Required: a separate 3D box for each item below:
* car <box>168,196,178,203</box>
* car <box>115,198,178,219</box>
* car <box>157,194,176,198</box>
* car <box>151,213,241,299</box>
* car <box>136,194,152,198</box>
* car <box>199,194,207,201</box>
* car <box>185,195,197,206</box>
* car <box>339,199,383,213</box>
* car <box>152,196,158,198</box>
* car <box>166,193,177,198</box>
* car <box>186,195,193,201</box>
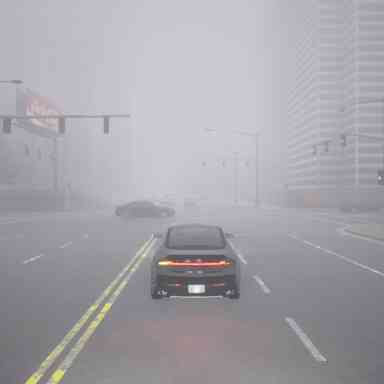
[{"bbox_3d":[-3.983,1.595,71.324,1.895,1.301,4.718,0,0,0],"label":"car"},{"bbox_3d":[-3.956,1.477,28.188,5.008,1.535,1.882,0,0,-1],"label":"car"},{"bbox_3d":[-3.927,1.526,51.699,1.812,1.442,4.674,0,0,0],"label":"car"},{"bbox_3d":[0.054,1.505,8.443,1.837,1.490,4.892,0,0,-1],"label":"car"},{"bbox_3d":[-7.424,1.491,47.721,2.128,1.511,4.902,0,0,0],"label":"car"},{"bbox_3d":[2.897,1.355,88.700,2.097,1.767,4.553,0,0,0],"label":"car"},{"bbox_3d":[-0.246,1.601,53.711,1.895,1.301,4.718,0,0,-1],"label":"car"},{"bbox_3d":[18.438,1.478,35.660,5.008,1.535,1.882,0,0,-1],"label":"car"},{"bbox_3d":[-7.466,1.601,56.985,1.895,1.301,4.718,0,0,0],"label":"car"},{"bbox_3d":[-3.977,1.221,61.278,2.150,2.045,5.566,0,0,0],"label":"car"},{"bbox_3d":[-0.578,1.524,85.053,1.812,1.442,4.674,0,0,0],"label":"car"}]
